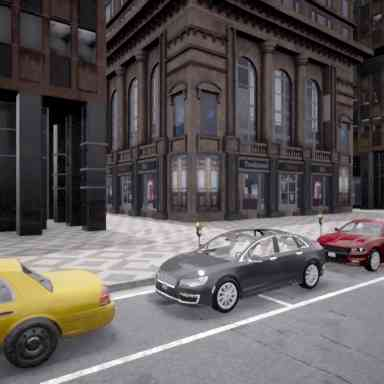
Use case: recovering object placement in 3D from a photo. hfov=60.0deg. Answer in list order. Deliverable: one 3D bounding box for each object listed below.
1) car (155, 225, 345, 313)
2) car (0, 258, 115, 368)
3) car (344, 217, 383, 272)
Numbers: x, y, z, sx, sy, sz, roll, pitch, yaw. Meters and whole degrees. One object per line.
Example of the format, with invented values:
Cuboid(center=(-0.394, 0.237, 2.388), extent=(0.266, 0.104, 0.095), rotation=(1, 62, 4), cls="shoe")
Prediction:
Cuboid(center=(1.261, 1.551, 7.554), extent=(4.403, 1.369, 2.008), rotation=(0, 0, -36), cls="car")
Cuboid(center=(-3.453, 1.525, 4.184), extent=(4.829, 1.417, 1.752), rotation=(0, 0, -36), cls="car")
Cuboid(center=(5.828, 1.546, 10.817), extent=(4.507, 1.381, 1.887), rotation=(0, 0, -36), cls="car")
